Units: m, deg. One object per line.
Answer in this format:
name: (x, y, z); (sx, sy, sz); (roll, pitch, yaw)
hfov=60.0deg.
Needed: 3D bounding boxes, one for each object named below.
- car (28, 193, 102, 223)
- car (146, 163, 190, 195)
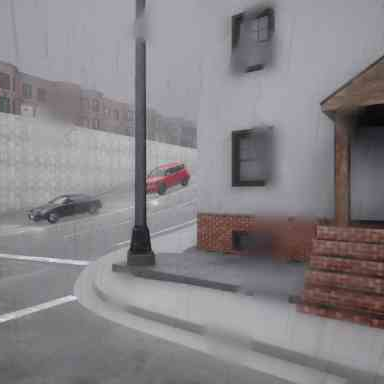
car: (-7.825, 0.879, 20.850); (1.812, 1.442, 4.674); (0, 7, 35)
car: (-2.352, -1.180, 28.684); (2.150, 2.045, 5.566); (0, 13, 34)
